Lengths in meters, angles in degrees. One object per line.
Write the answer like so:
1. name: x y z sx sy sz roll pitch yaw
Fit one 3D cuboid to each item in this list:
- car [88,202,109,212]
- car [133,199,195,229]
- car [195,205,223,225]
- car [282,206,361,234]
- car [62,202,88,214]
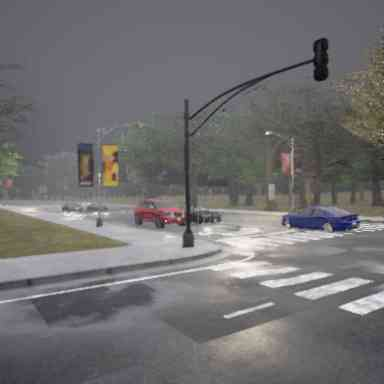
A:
1. car: -13.075 2.050 45.932 1.994 1.385 4.181 -1 0 -35
2. car: -2.474 1.543 25.099 2.150 2.045 5.566 -1 0 -35
3. car: 0.152 1.811 27.021 2.033 1.411 5.357 -1 0 -35
4. car: 7.803 1.624 20.667 1.882 1.535 5.008 -5 2 -30
5. car: -16.085 2.043 44.571 2.128 1.511 4.902 -1 0 -35
